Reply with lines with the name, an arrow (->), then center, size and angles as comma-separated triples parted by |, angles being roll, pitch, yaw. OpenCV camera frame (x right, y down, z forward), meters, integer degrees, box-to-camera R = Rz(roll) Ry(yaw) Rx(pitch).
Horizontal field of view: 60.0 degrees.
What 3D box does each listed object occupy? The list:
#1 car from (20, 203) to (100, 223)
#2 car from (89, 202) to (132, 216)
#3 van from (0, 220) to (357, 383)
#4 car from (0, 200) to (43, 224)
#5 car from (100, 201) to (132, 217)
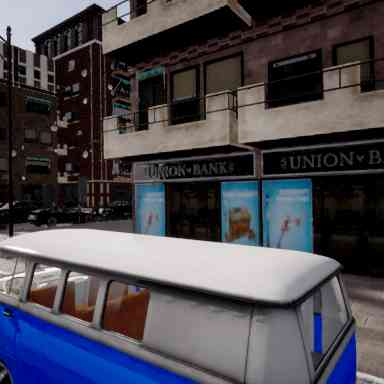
car -> -8.722, 1.583, 22.381 | 1.947, 1.339, 4.313 | -2, -1, 36
car -> -8.851, 1.797, 36.432 | 1.947, 1.339, 4.313 | -2, -1, 36
van -> -0.549, 1.342, 3.242 | 3.998, 1.788, 1.690 | 0, -1, 35
car -> -13.446, 1.473, 25.733 | 2.097, 1.767, 4.553 | -1, -1, 36
car -> -7.370, 1.671, 34.064 | 2.128, 1.511, 4.902 | -1, -1, 36
